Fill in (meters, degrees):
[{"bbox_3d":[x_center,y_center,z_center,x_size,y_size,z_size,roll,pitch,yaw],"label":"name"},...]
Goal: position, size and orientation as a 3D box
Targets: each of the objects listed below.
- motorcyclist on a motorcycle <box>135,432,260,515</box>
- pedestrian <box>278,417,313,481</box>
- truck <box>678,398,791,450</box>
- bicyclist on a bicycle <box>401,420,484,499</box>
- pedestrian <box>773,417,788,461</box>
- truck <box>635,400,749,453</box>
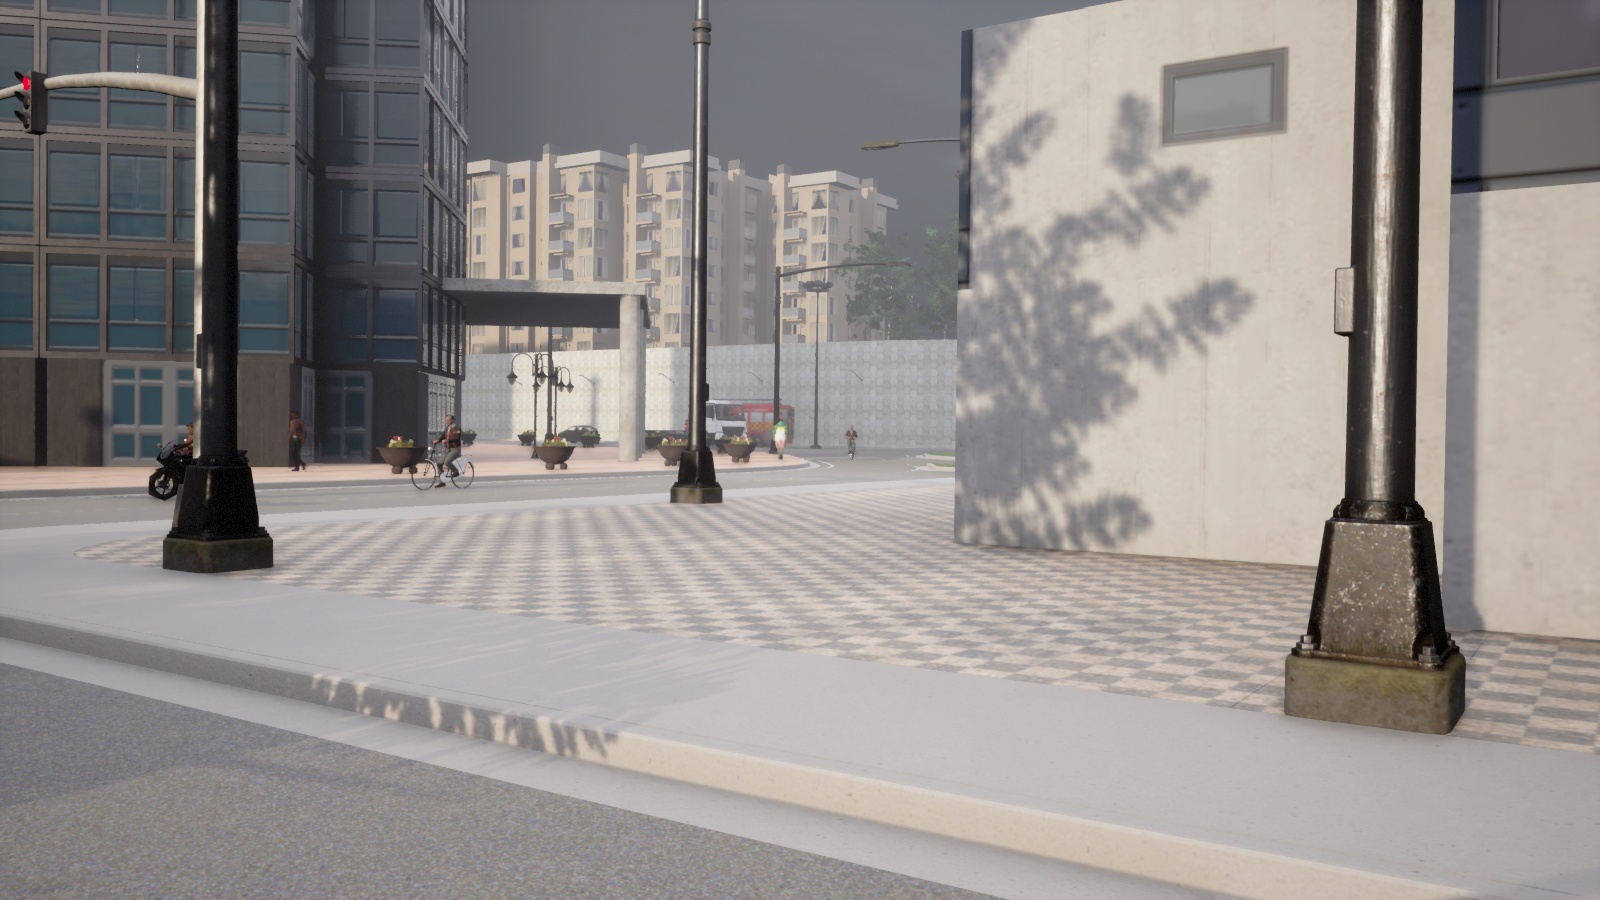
[{"bbox_3d":[-11.628,0.415,24.317,0.797,1.523,2.044,0,1,34],"label":"motorcyclist on a motorcycle"},{"bbox_3d":[-14.397,-0.048,35.845,0.328,1.805,0.869,0,1,31],"label":"pedestrian"},{"bbox_3d":[-5.104,-1.981,97.267,8.468,3.827,2.891,0,1,28],"label":"truck"},{"bbox_3d":[-8.301,0.204,29.227,0.659,1.776,1.843,0,1,34],"label":"bicyclist on a bicycle"},{"bbox_3d":[-0.894,-0.507,56.634,0.659,1.952,0.873,0,1,-2],"label":"pedestrian"},{"bbox_3d":[-7.395,-1.583,85.104,7.936,3.462,2.891,0,1,40],"label":"truck"}]
